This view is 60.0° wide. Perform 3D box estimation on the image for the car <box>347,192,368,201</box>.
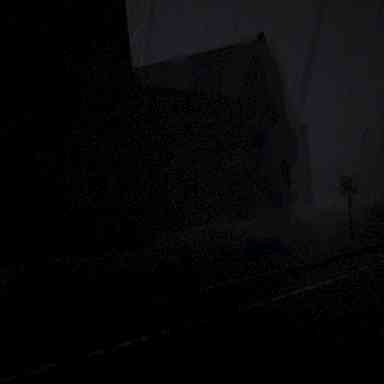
[{"bbox_3d":[29.423,0.831,59.353,2.128,1.511,4.902,-6,-1,-1],"label":"car"}]
